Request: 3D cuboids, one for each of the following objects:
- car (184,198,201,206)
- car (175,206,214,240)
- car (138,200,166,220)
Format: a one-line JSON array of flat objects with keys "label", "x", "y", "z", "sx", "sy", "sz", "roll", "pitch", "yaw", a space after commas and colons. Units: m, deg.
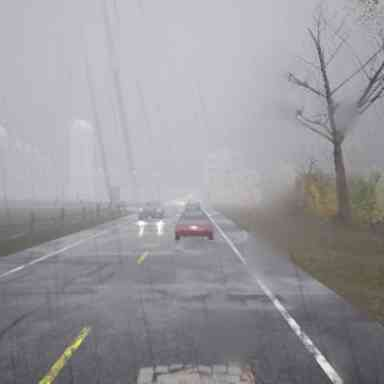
[{"label": "car", "x": 0.114, "y": 1.758, "z": 39.692, "sx": 2.128, "sy": 1.511, "sz": 4.902, "roll": 0, "pitch": 0, "yaw": 0}, {"label": "car", "x": 0.104, "y": 1.685, "z": 17.956, "sx": 1.994, "sy": 1.385, "sz": 4.181, "roll": 0, "pitch": 0, "yaw": 0}, {"label": "car", "x": -3.553, "y": 1.554, "z": 30.238, "sx": 2.097, "sy": 1.767, "sz": 4.553, "roll": 0, "pitch": 0, "yaw": 0}]
